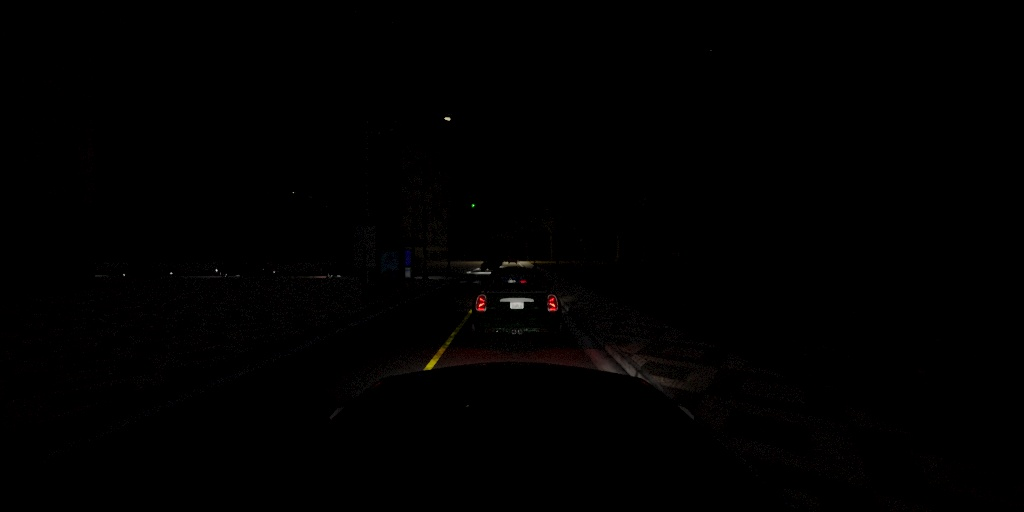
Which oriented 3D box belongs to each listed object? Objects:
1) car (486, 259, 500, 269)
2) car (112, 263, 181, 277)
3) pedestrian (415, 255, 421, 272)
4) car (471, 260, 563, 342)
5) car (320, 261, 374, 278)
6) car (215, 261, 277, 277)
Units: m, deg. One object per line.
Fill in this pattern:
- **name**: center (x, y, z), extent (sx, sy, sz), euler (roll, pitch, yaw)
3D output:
- **car**: center (-2.919, 1.192, 56.236), extent (1.837, 1.490, 4.892), euler (0, 0, 0)
- **car**: center (-33.052, 1.249, 32.532), extent (4.718, 1.301, 1.895), euler (0, 1, 2)
- **pedestrian**: center (-9.969, 0.800, 38.103), extent (0.375, 1.860, 0.375), euler (0, 0, 2)
- **car**: center (0.116, 1.099, 9.949), extent (2.097, 1.767, 4.553), euler (0, 0, 0)
- **car**: center (-14.443, 1.192, 31.996), extent (4.902, 1.511, 2.128), euler (0, 1, 2)
- **car**: center (-23.815, 1.166, 32.263), extent (4.902, 1.511, 2.128), euler (0, 1, 2)
